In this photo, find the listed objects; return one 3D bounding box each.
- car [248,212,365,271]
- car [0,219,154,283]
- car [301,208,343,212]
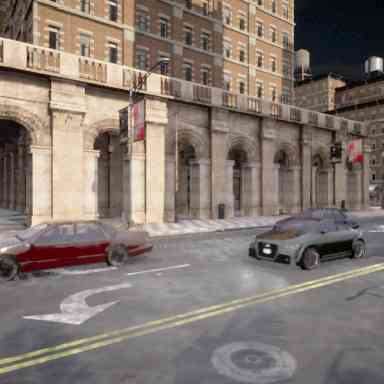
[{"bbox_3d":[3.850,1.564,10.992,4.181,1.385,1.994,0,0,-35],"label":"car"},{"bbox_3d":[-3.803,1.547,9.887,5.357,1.411,2.033,0,0,-35],"label":"car"},{"bbox_3d":[6.600,1.548,17.227,5.357,1.411,2.033,0,0,-35],"label":"car"}]
